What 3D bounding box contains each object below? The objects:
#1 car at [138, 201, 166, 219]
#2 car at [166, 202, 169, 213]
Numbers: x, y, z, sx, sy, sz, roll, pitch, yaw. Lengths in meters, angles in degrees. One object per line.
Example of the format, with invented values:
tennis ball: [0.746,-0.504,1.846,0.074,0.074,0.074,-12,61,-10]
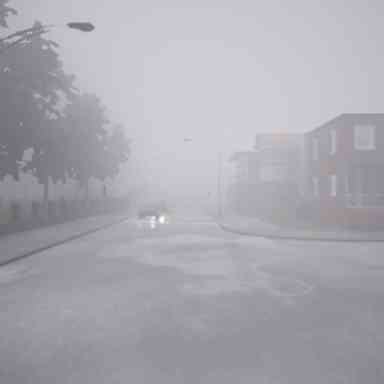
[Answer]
car: [-4.083,1.858,32.996,2.033,1.411,5.357,0,-1,0]
car: [-4.063,1.899,43.335,2.128,1.511,4.902,0,-1,0]
